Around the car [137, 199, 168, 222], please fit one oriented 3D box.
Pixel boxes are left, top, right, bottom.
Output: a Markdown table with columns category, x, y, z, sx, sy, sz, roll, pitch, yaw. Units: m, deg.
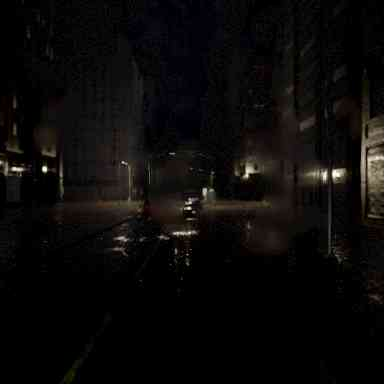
| category | x | y | z | sx | sy | sz | roll | pitch | yaw |
| --- | --- | --- | --- | --- | --- | --- | --- | --- | --- |
| car | -3.057 | 1.367 | 26.537 | 2.097 | 1.767 | 4.553 | 0 | 0 | 0 |

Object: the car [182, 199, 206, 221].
| category | x | y | z | sx | sy | sz | roll | pitch | yaw |
| --- | --- | --- | --- | --- | --- | --- | --- | --- | --- |
| car | 0.141 | 1.562 | 27.333 | 2.033 | 1.411 | 5.357 | 0 | 0 | 0 |
